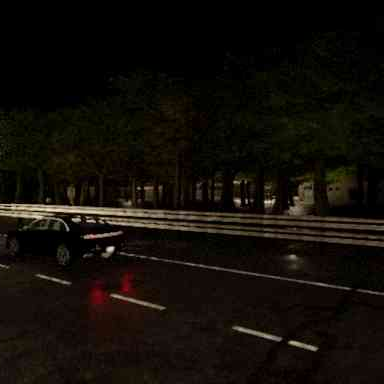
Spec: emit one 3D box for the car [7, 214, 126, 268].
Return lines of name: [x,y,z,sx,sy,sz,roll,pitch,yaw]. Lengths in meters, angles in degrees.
car: [-4.403,1.498,11.315,4.902,1.511,2.128,0,0,36]
